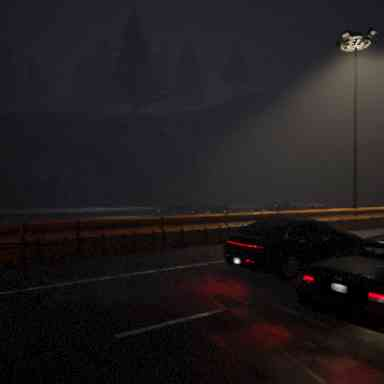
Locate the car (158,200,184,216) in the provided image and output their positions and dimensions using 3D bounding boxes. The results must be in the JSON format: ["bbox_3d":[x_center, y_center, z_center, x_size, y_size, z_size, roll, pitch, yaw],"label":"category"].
[{"bbox_3d":[-0.988,1.493,32.447,4.902,1.511,2.128,0,0,-32],"label":"car"}]

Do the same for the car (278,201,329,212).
[{"bbox_3d":[9.435,1.633,26.611,4.718,1.301,1.895,0,0,-32],"label":"car"}]

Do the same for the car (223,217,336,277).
[{"bbox_3d":[3.173,1.516,9.904,4.892,1.490,1.837,0,0,-33],"label":"car"}]

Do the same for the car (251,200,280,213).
[{"bbox_3d":[7.460,1.533,29.502,4.892,1.490,1.837,1,0,-32],"label":"car"}]

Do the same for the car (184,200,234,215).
[{"bbox_3d":[1.784,1.573,30.058,4.181,1.385,1.994,0,0,-32],"label":"car"}]

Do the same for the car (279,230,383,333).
[{"bbox_3d":[4.417,1.561,6.584,5.357,1.411,2.033,0,0,-33],"label":"car"}]
